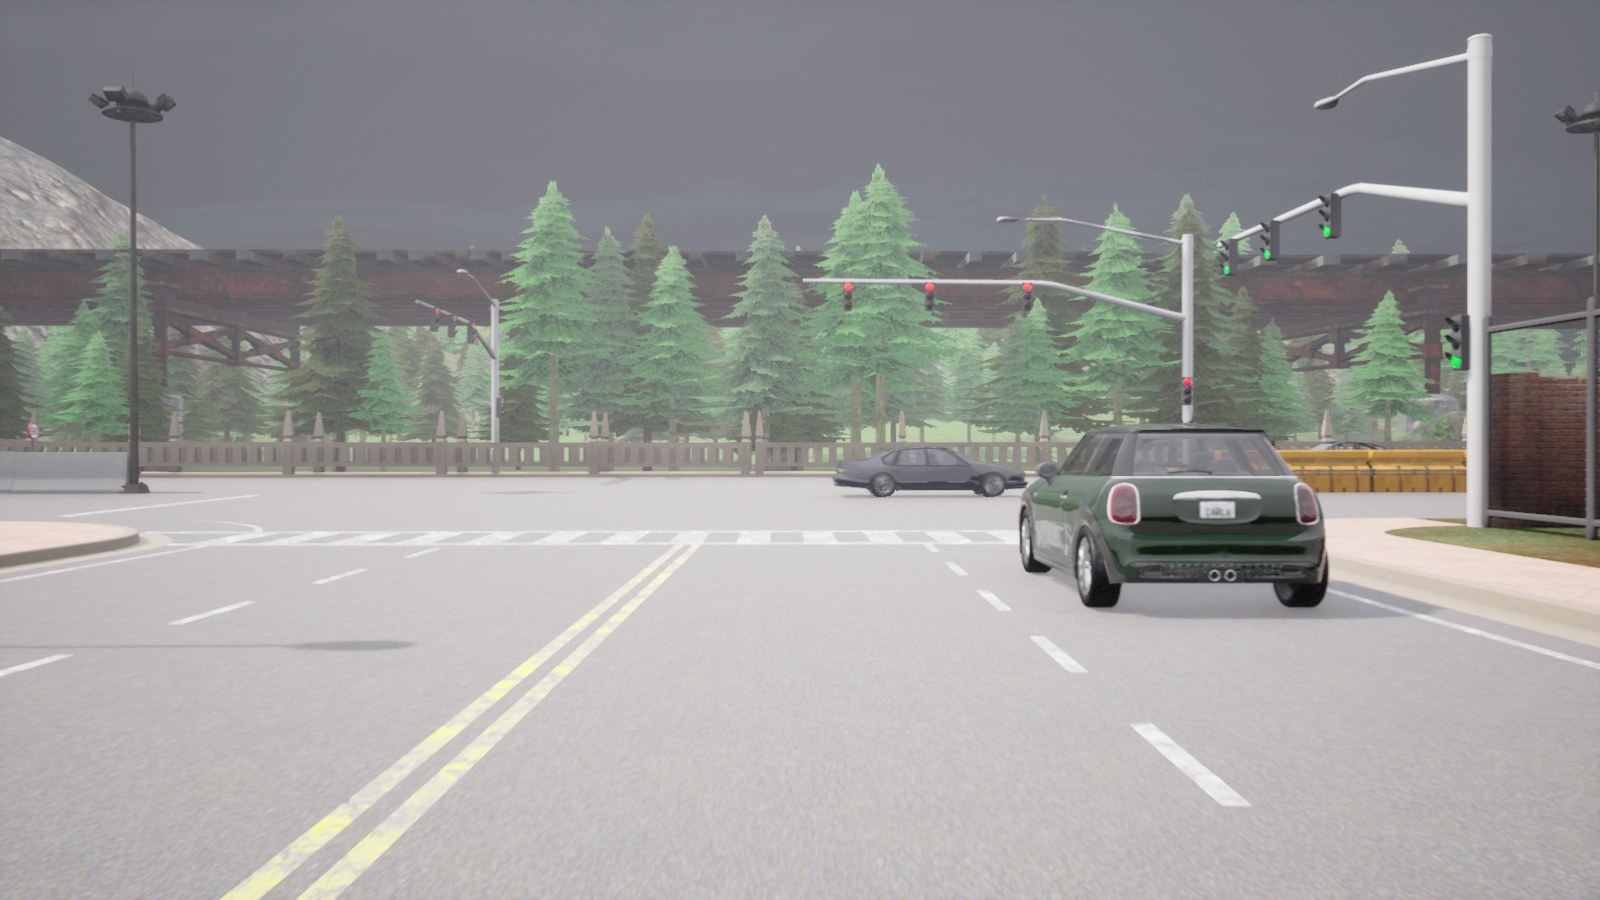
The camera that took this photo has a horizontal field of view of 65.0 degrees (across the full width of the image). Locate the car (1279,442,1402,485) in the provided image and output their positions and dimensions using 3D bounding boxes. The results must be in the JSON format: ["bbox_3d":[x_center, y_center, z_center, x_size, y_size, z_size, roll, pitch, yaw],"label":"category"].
[{"bbox_3d":[19.639,0.483,45.712,3.705,1.549,1.789,0,0,-1],"label":"car"}]

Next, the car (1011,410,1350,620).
[{"bbox_3d":[3.589,0.535,12.849,2.097,1.767,4.553,0,0,0],"label":"car"}]

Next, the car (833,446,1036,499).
[{"bbox_3d":[3.650,0.601,34.806,5.357,1.411,2.033,0,0,-1],"label":"car"}]
